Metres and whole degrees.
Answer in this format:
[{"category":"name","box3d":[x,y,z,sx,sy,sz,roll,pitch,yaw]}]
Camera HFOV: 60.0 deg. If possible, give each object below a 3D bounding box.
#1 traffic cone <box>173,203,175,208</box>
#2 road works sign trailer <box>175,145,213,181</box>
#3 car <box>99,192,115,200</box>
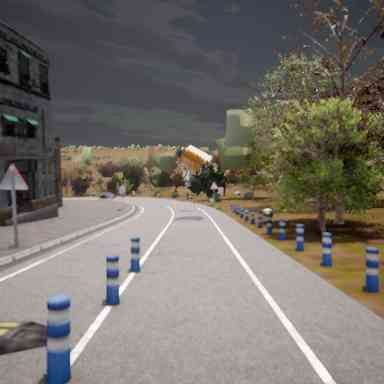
[{"category":"traffic cone","box3d":[-1.824,1.783,35.935,0.340,0.580,0.340,-1,0,-4]},{"category":"road works sign trailer","box3d":[0.193,-2.611,27.811,2.380,2.880,3.560,29,33,4]},{"category":"car","box3d":[-17.649,0.812,69.075,2.128,1.511,4.902,-5,3,-39]}]
